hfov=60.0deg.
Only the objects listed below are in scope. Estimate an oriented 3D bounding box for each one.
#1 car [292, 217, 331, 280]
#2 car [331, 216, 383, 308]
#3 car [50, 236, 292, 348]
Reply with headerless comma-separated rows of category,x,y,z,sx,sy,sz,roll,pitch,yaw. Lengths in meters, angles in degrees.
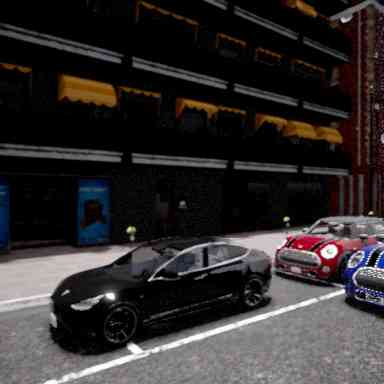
car,4.274,1.459,9.615,4.097,1.590,1.967,0,0,-36
car,5.307,1.369,7.169,4.553,1.767,2.097,0,0,-36
car,-0.333,1.573,6.324,4.313,1.339,1.947,0,0,-36
